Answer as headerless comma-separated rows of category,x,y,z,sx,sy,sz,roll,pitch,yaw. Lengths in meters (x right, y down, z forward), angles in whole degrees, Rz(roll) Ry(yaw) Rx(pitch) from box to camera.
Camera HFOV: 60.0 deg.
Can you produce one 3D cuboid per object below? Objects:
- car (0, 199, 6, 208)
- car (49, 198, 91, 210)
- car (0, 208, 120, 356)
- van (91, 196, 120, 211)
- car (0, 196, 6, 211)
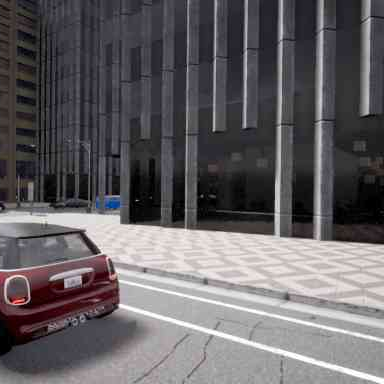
car,-21.565,1.277,33.801,2.097,1.767,4.553,1,1,35
car,-15.394,1.460,42.441,2.033,1.411,5.357,1,1,36
car,-3.496,1.349,6.171,4.553,1.767,2.097,0,0,35
van,-9.712,1.339,40.287,1.690,1.788,3.998,1,1,36
car,-22.994,1.323,36.448,1.967,1.590,4.097,1,1,36
